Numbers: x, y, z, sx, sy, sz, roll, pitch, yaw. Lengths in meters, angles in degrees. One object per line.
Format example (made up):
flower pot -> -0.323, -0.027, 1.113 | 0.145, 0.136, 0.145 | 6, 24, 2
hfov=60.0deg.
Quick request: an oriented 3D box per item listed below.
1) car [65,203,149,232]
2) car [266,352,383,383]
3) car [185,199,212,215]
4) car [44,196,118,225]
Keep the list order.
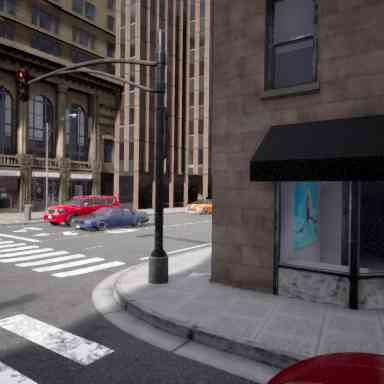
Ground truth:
car -> -5.136, 1.659, 21.632 | 2.033, 1.411, 5.357 | 1, 0, 35
car -> 2.359, 1.545, 1.291 | 4.507, 1.381, 1.887 | 0, 1, 35
car -> 1.236, 1.553, 36.379 | 2.097, 1.767, 4.553 | 1, 0, 35
car -> -7.600, 1.290, 23.772 | 2.150, 2.045, 5.566 | 1, 0, 35
